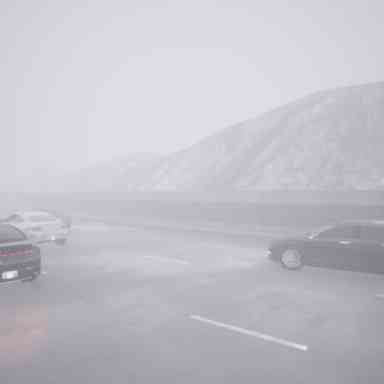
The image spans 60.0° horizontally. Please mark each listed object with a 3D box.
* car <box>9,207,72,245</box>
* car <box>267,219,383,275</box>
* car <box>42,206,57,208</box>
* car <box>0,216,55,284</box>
[{"bbox_3d":[-7.129,1.555,14.465,4.674,1.442,1.812,0,0,42],"label":"car"},{"bbox_3d":[4.574,1.545,9.436,4.892,1.490,1.837,0,0,36],"label":"car"},{"bbox_3d":[-9.522,1.609,21.523,4.181,1.385,1.994,0,0,44],"label":"car"},{"bbox_3d":[-5.736,1.520,8.654,4.892,1.490,1.837,0,0,40],"label":"car"}]
